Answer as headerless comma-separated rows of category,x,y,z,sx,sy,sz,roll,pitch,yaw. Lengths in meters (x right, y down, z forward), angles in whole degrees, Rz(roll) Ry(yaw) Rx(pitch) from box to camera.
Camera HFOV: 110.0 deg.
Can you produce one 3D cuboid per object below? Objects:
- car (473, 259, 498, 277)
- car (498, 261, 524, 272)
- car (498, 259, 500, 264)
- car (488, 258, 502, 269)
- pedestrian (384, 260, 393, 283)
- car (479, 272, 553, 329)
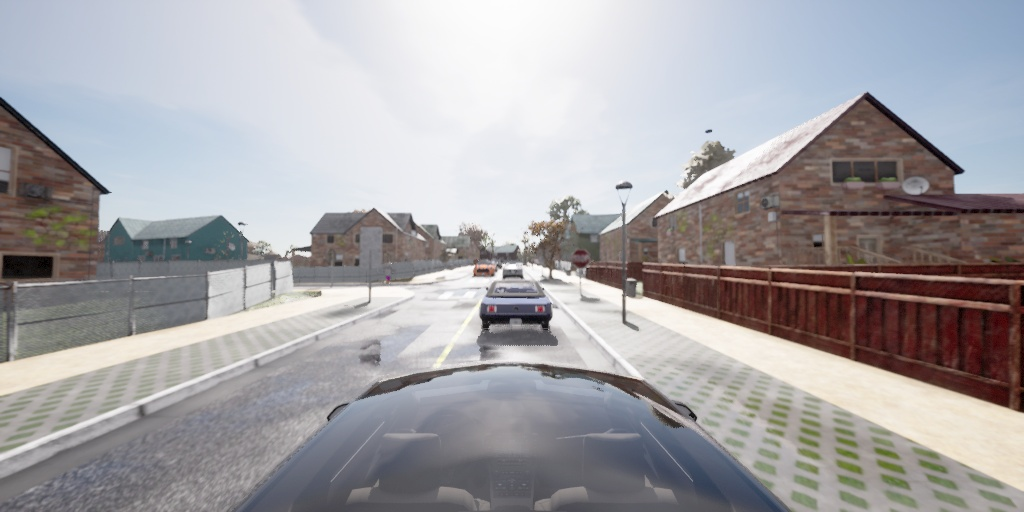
car,-2.846,1.178,37.406,2.097,1.767,4.553,0,0,0
car,0.086,1.367,32.408,2.033,1.411,5.357,0,0,0
car,-2.845,1.412,47.654,2.033,1.411,5.357,0,0,0
car,-2.803,1.282,60.658,2.097,1.767,4.553,0,0,1
pedestrian,-9.912,1.224,28.745,0.375,1.860,0.375,0,-2,5
car,0.100,1.361,11.207,1.895,1.301,4.718,0,0,0
